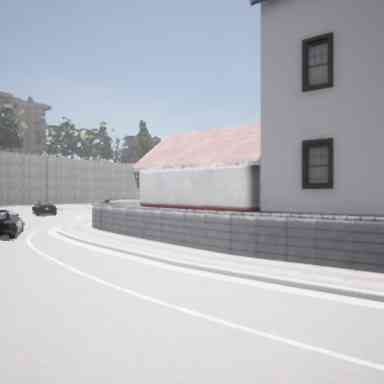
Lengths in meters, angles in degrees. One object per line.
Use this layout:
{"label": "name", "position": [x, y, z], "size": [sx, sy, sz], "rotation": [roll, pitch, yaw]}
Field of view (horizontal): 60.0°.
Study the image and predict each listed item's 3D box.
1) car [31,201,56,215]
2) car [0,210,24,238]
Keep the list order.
{"label": "car", "position": [-15.667, 1.661, 35.075], "size": [1.994, 1.385, 4.181], "rotation": [0, 0, -33]}
{"label": "car", "position": [-10.172, 1.614, 17.571], "size": [1.994, 1.385, 4.181], "rotation": [0, 0, -21]}
